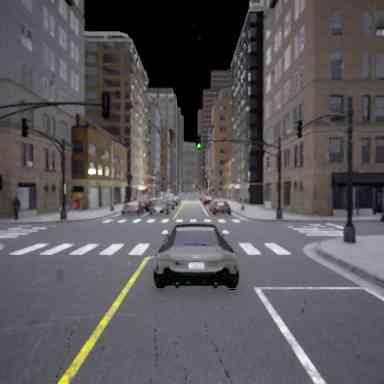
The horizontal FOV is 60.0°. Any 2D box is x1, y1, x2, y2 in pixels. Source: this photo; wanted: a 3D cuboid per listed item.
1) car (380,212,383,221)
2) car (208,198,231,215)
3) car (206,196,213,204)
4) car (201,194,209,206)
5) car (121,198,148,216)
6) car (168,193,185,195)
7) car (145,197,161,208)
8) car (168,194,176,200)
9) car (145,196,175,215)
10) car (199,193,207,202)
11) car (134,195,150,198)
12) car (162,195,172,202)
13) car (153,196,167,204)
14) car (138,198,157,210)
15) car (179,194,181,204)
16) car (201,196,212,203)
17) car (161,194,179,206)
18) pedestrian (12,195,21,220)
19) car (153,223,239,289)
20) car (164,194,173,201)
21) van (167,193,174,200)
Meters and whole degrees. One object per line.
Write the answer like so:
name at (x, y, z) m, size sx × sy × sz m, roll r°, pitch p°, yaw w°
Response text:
car at (14.858, 1.382, 20.802) m, size 5.357 × 1.411 × 2.033 m, roll 0°, pitch 1°, yaw 2°
car at (2.842, 1.524, 32.272) m, size 1.802 × 1.307 × 4.206 m, roll -1°, pitch 0°, yaw 0°
car at (2.840, 1.460, 38.005) m, size 1.752 × 1.417 × 4.829 m, roll -1°, pitch 0°, yaw 0°
car at (2.837, 1.465, 54.524) m, size 1.887 × 1.381 × 4.507 m, roll -1°, pitch 0°, yaw 0°
car at (-5.683, 1.524, 32.242) m, size 1.802 × 1.307 × 4.206 m, roll -1°, pitch 0°, yaw 0°
car at (-3.014, 1.409, 62.464) m, size 2.128 × 1.511 × 4.902 m, roll 0°, pitch 0°, yaw 0°
car at (-5.688, 1.450, 48.766) m, size 1.752 × 1.417 × 4.829 m, roll -1°, pitch 0°, yaw 0°
car at (-5.698, 1.342, 93.458) m, size 1.967 × 1.590 × 4.097 m, roll -1°, pitch 0°, yaw 0°
car at (-3.105, 1.433, 32.939) m, size 2.128 × 1.511 × 4.902 m, roll 0°, pitch 0°, yaw 0°
car at (2.834, 1.358, 60.088) m, size 1.967 × 1.590 × 4.097 m, roll -1°, pitch 0°, yaw 0°
car at (-5.688, 1.250, 37.807) m, size 2.192 × 1.841 × 5.009 m, roll -1°, pitch 0°, yaw 0°
car at (-5.694, 1.458, 76.761) m, size 1.887 × 1.381 × 4.507 m, roll -1°, pitch 0°, yaw 0°
car at (-5.690, 1.469, 60.066) m, size 2.008 × 1.369 × 4.403 m, roll -1°, pitch 0°, yaw 0°
car at (-5.686, 1.474, 43.372) m, size 1.887 × 1.381 × 4.507 m, roll -1°, pitch 0°, yaw 0°
car at (-3.065, 1.448, 52.032) m, size 1.812 × 1.442 × 4.674 m, roll 0°, pitch 0°, yaw 0°
car at (2.834, 1.460, 65.652) m, size 1.887 × 1.381 × 4.507 m, roll -1°, pitch 0°, yaw 0°
car at (-3.099, 1.422, 42.338) m, size 2.128 × 1.511 × 4.902 m, roll 0°, pitch 0°, yaw 0°
pedestrian at (-12.550, 1.099, 23.764) m, size 0.375 × 1.860 × 0.375 m, roll 0°, pitch 1°, yaw 0°
car at (0.095, 1.544, 9.130) m, size 1.994 × 1.385 × 4.181 m, roll 0°, pitch 0°, yaw 0°
car at (-5.696, 1.350, 82.327) m, size 1.967 × 1.590 × 4.097 m, roll -1°, pitch 0°, yaw 0°
van at (-5.698, 1.248, 87.892) m, size 1.690 × 1.788 × 3.998 m, roll -1°, pitch 0°, yaw 0°
